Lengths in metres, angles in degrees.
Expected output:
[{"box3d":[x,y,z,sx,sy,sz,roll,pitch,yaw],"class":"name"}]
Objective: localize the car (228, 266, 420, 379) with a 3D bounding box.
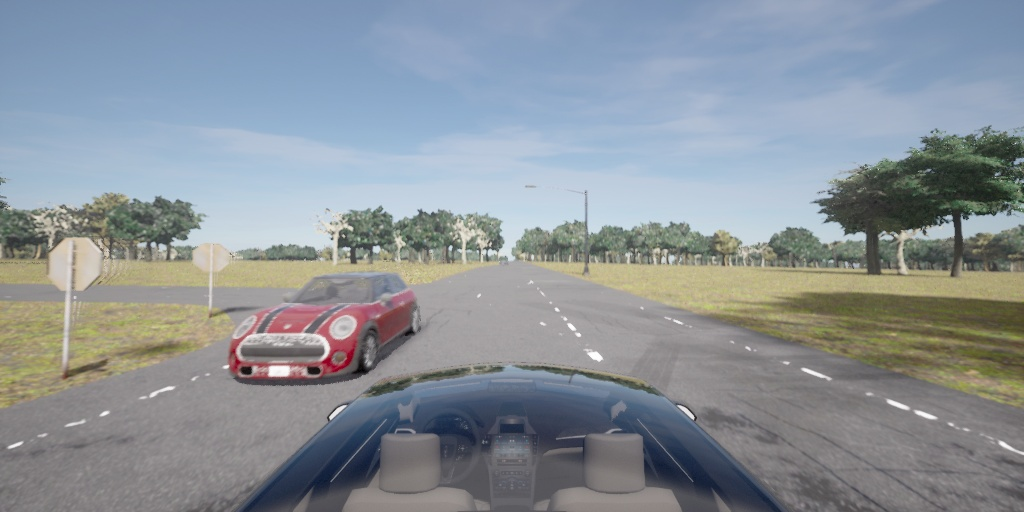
[{"box3d":[-3.501,1.144,7.640,2.097,1.767,4.553,0,0,0],"class":"car"}]
